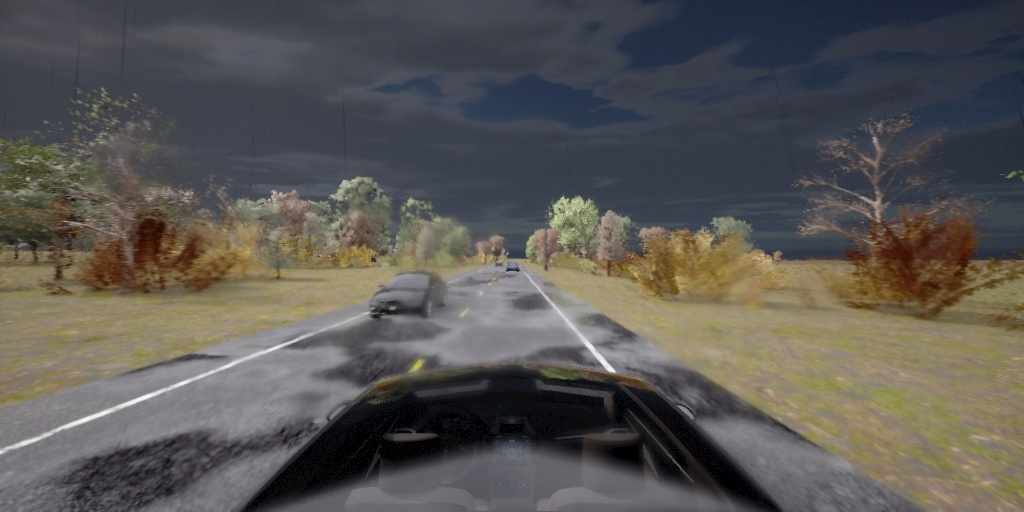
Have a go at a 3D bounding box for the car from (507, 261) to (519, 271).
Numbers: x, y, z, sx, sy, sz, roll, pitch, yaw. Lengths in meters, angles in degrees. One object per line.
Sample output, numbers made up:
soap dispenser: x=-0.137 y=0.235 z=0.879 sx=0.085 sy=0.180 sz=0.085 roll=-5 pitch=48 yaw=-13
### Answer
car: x=0.142 y=1.722 z=57.683 sx=1.994 sy=1.385 sz=4.181 roll=0 pitch=0 yaw=0

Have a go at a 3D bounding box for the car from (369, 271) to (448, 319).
car: x=-3.585 y=1.336 z=13.215 sx=1.837 sy=1.490 sz=4.892 roll=0 pitch=0 yaw=0
